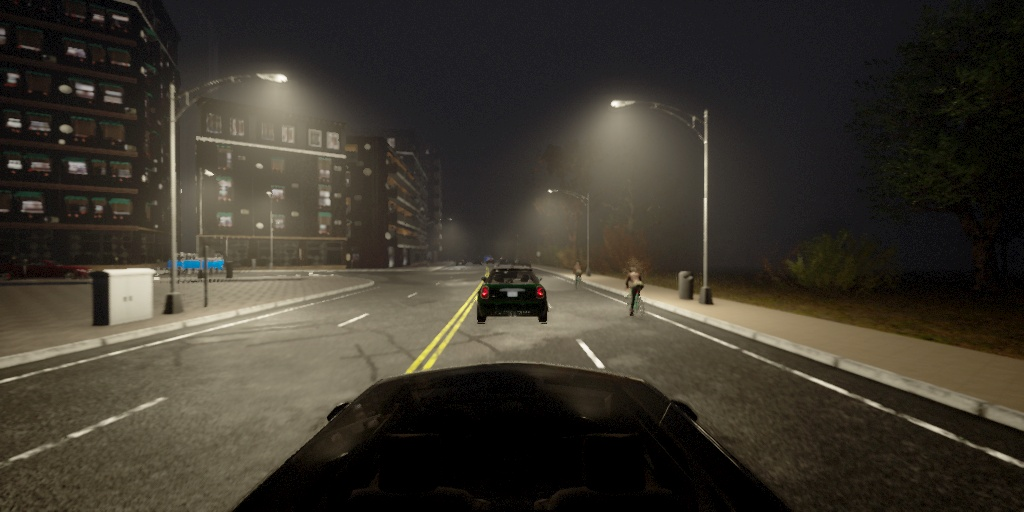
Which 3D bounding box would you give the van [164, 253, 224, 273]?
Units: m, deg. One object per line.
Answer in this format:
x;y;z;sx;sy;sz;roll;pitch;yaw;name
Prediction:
-28.437;0.647;32.335;3.998;1.789;1.690;0;0;-31;van

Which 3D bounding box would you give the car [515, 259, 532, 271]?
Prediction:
1.549;1.187;50.464;1.882;1.535;5.008;0;0;-4;car

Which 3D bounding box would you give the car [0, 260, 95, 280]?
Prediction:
-28.990;0.872;22.195;4.207;1.307;1.802;0;0;-31;car

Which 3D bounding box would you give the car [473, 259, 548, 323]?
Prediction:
-0.018;1.096;12.250;2.097;1.767;4.553;0;0;-1;car

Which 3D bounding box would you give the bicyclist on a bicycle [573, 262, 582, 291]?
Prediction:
3.836;1.187;20.944;0.582;1.620;1.656;0;0;-2;bicyclist on a bicycle

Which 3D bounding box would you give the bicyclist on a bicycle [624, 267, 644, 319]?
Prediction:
4.039;1.194;11.860;0.582;1.620;1.656;0;0;-1;bicyclist on a bicycle
